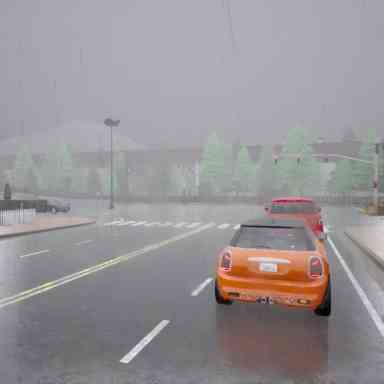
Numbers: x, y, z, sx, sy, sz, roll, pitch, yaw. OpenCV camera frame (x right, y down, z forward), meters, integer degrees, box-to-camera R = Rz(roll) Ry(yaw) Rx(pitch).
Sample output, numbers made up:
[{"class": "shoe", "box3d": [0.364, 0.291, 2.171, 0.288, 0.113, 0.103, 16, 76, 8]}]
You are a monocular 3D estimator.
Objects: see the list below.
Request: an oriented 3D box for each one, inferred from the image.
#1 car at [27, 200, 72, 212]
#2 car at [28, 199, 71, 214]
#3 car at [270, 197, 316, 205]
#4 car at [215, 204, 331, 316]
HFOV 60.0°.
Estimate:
[{"class": "car", "box3d": [-16.814, 1.592, 39.325, 4.718, 1.301, 1.895, 0, 0, 16]}, {"class": "car", "box3d": [-15.227, 1.502, 35.212, 4.892, 1.490, 1.837, 0, 0, 18]}, {"class": "car", "box3d": [4.271, 1.221, 14.150, 2.150, 2.045, 5.566, 0, 0, 16]}, {"class": "car", "box3d": [2.056, 1.352, 7.890, 2.097, 1.767, 4.553, 0, 0, 19]}]
